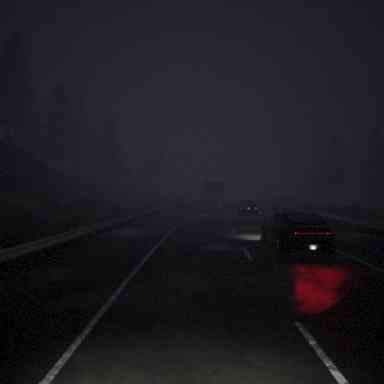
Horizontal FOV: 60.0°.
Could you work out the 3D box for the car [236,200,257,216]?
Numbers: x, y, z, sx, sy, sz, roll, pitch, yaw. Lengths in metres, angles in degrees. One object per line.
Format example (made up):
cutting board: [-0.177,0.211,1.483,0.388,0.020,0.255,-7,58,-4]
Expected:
car: [5.209,1.494,31.696,2.033,1.411,5.357,0,0,6]

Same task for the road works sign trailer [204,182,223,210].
road works sign trailer: [2.758,0.389,42.598,2.380,3.560,2.880,0,0,8]

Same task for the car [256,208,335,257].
car: [3.924,1.485,12.921,1.837,1.490,4.892,0,0,2]
